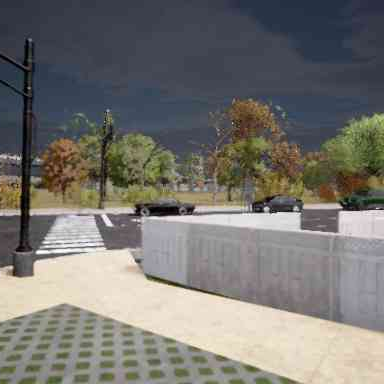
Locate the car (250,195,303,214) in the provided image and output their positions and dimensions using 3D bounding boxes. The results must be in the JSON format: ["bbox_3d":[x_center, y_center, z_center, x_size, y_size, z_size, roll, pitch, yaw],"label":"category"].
[{"bbox_3d":[7.250,1.017,28.721,4.892,1.490,1.837,0,2,-19],"label":"car"}]

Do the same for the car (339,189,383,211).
[{"bbox_3d":[16.878,0.715,31.925,5.566,2.045,2.150,0,2,-19],"label":"car"}]

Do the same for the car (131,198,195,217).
[{"bbox_3d":[-2.238,1.139,25.551,4.718,1.301,1.895,0,2,-18],"label":"car"}]
